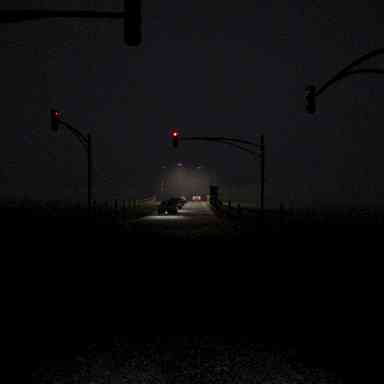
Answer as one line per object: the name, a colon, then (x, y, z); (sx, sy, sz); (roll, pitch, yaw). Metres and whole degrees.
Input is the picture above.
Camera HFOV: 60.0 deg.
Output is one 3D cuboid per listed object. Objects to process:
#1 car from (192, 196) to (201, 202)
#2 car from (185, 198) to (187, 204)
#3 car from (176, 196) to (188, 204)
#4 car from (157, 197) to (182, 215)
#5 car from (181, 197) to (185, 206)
car: (1.066, 1.617, 75.962); (1.895, 1.301, 4.718); (0, 0, 1)
car: (-2.122, 1.560, 53.815); (2.033, 1.411, 5.357); (0, 0, 1)
car: (-1.923, 1.581, 63.820); (1.994, 1.385, 4.181); (0, 0, 2)
car: (-2.414, 1.554, 34.190); (2.033, 1.411, 5.357); (0, 0, 0)
car: (-2.265, 1.514, 43.968); (1.837, 1.490, 4.892); (0, 0, 1)
